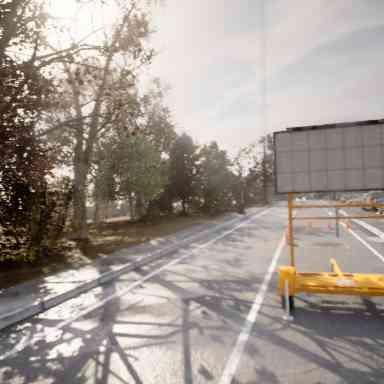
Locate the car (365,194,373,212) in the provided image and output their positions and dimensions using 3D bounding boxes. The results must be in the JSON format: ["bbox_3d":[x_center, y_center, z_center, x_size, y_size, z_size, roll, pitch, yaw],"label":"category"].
[{"bbox_3d":[17.354,1.066,27.425,4.792,1.488,2.163,-2,-1,19],"label":"car"}]

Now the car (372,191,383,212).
[{"bbox_3d":[16.450,0.918,24.803,4.553,1.767,2.185,-2,-1,19],"label":"car"}]

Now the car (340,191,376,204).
[{"bbox_3d":[25.392,0.879,51.083,4.553,1.767,2.185,-2,-1,19],"label":"car"}]

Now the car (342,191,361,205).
[{"bbox_3d":[21.650,1.023,40.627,5.366,1.575,1.946,-2,-1,19],"label":"car"}]

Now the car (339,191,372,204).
[{"bbox_3d":[26.292,0.875,53.709,4.553,1.767,2.185,-2,-1,19],"label":"car"}]

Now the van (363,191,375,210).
[{"bbox_3d":[18.326,0.804,30.027,4.442,1.987,1.878,-2,-1,19],"label":"van"}]

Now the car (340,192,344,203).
[{"bbox_3d":[23.620,1.013,45.821,4.892,1.521,2.231,-2,-1,19],"label":"car"}]

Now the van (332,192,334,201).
[{"bbox_3d":[28.908,0.767,61.617,4.442,1.987,1.878,-2,-1,19],"label":"van"}]

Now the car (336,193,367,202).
[{"bbox_3d":[28.131,1.032,58.949,4.674,1.452,2.002,-2,-1,19],"label":"car"}]

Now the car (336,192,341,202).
[{"bbox_3d":[24.351,1.012,48.505,5.366,1.575,1.946,-2,-1,19],"label":"car"}]

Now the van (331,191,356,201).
[{"bbox_3d":[31.606,0.830,69.479,4.442,1.987,1.878,-2,-2,19],"label":"van"}]

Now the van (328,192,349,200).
[{"bbox_3d":[36.336,1.024,82.530,4.442,1.987,1.878,-2,-2,19],"label":"van"}]

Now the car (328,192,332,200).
[{"bbox_3d":[29.944,0.732,64.196,5.566,2.045,2.435,-2,-1,19],"label":"car"}]

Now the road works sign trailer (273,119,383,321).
[{"bbox_3d":[2.976,0.401,6.861,2.380,3.560,2.880,-2,0,17],"label":"road works sign trailer"}]

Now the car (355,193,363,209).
[{"bbox_3d":[19.099,1.061,32.697,4.792,1.488,2.163,-2,-1,19],"label":"car"}]

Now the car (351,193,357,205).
[{"bbox_3d":[19.999,1.057,35.323,4.792,1.488,2.163,-2,-1,19],"label":"car"}]

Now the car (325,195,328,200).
[{"bbox_3d":[35.336,1.213,79.934,5.008,1.535,2.097,-2,-2,19],"label":"car"}]

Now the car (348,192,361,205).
[{"bbox_3d":[20.899,1.053,37.950,4.792,1.488,2.163,-2,-1,19],"label":"car"}]

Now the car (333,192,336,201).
[{"bbox_3d":[27.222,0.996,56.326,5.008,1.535,2.097,-2,-1,19],"label":"car"}]

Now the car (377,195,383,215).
[{"bbox_3d":[15.519,1.056,22.185,4.892,1.521,2.231,-2,0,19],"label":"car"}]
